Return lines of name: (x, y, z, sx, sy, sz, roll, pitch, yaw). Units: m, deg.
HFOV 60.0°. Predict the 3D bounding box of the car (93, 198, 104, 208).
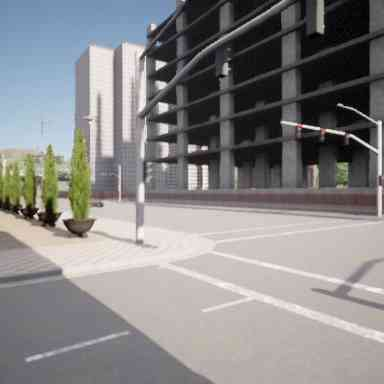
car: (-13.858, 1.542, 46.810, 1.994, 1.385, 4.181, 0, 0, -35)
